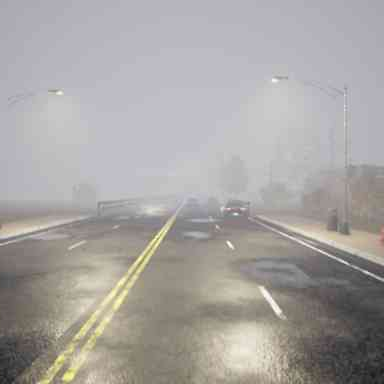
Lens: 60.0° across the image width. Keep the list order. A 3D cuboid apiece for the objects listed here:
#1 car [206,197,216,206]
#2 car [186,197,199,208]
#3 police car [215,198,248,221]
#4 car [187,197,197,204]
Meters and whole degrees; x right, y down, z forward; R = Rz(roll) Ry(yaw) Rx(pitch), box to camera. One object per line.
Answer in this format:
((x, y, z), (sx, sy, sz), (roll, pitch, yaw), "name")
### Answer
((3.245, 1.516, 53.301), (1.812, 1.442, 4.674), (0, 0, 0), "car")
((0.093, 1.541, 47.191), (2.033, 1.411, 5.357), (0, 0, 0), "car")
((3.301, 1.499, 27.458), (2.038, 1.542, 4.974), (0, 0, 0), "police car")
((-0.010, 1.558, 62.374), (1.895, 1.301, 4.718), (0, 0, 0), "car")
